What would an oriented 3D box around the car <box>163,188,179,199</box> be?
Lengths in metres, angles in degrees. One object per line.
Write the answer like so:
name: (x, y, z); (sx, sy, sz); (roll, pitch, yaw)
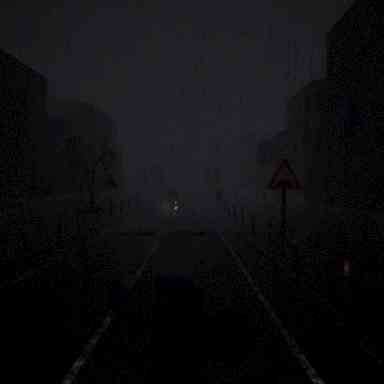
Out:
car: (-2.993, 0.196, 48.521); (1.837, 1.490, 4.892); (0, 2, 0)
